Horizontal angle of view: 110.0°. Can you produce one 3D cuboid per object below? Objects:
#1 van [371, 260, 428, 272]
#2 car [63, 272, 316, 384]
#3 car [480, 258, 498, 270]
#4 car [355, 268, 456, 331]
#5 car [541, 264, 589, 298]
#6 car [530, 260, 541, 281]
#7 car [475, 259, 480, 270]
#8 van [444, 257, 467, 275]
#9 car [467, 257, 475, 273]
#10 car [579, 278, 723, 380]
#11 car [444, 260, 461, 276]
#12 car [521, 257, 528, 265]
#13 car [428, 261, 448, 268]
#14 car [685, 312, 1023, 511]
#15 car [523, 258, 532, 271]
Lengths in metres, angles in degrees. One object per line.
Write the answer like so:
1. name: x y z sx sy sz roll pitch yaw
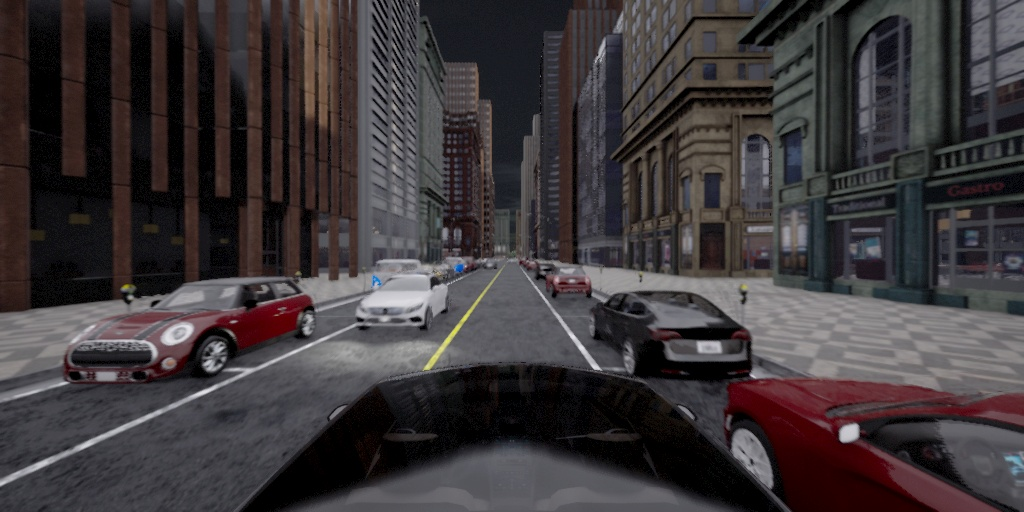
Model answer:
1. van: -5.766 1.064 18.361 1.690 1.789 3.998 0 0 0
2. car: -5.763 1.181 7.088 1.967 1.591 4.097 0 0 0
3. car: -3.084 1.173 51.497 2.128 1.511 4.902 0 0 0
4. car: -3.101 1.260 11.066 1.812 1.442 4.674 0 0 0
5. car: 2.760 1.163 18.369 1.967 1.591 4.097 0 0 0
6. car: 2.757 1.274 29.642 1.948 1.339 4.313 0 0 0
7. car: -5.771 1.002 46.543 2.192 1.841 5.009 0 0 0
8. van: -5.769 1.041 35.270 1.690 1.789 3.998 0 0 0
9. car: -5.770 1.134 40.906 1.967 1.591 4.097 0 0 0
10. car: 2.762 1.307 7.098 1.948 1.339 4.313 0 0 0
11. car: -5.768 1.258 29.633 2.007 1.370 4.403 0 0 0
12. car: 2.751 1.257 57.824 1.802 1.307 4.207 0 0 0
13. car: -5.767 1.240 23.827 1.751 1.417 4.829 0 0 0
14. car: 2.763 1.296 1.461 1.888 1.381 4.507 0 0 0
15. car: 2.754 1.270 46.551 1.802 1.307 4.207 0 0 0
